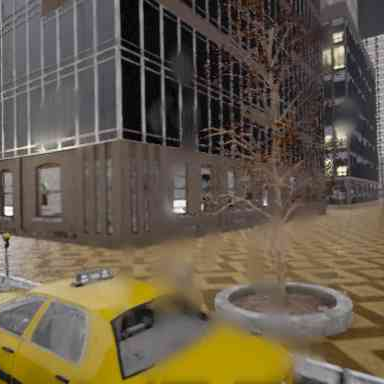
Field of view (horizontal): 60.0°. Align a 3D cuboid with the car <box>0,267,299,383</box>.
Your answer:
[{"bbox_3d":[-1.302,1.549,3.783,4.829,1.417,1.752,-1,-1,36],"label":"car"}]
